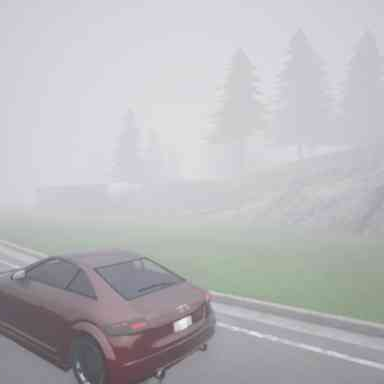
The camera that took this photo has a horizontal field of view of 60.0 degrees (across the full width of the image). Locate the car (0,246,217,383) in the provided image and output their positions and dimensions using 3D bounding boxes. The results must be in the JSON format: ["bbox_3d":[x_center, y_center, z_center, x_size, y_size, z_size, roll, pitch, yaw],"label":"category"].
[{"bbox_3d":[-1.688,1.593,5.291,4.181,1.385,1.994,-1,0,38],"label":"car"}]
